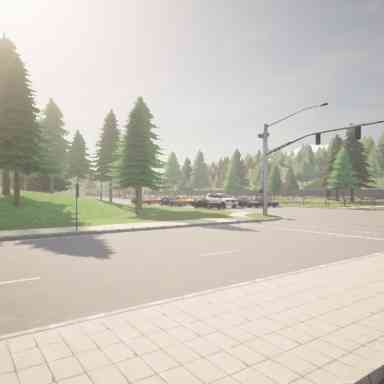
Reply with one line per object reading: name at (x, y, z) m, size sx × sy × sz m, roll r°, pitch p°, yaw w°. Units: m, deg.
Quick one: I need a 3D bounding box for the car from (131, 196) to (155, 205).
car at (-9.290, 1.547, 60.302) m, size 2.033 × 1.411 × 5.357 m, roll 0°, pitch 0°, yaw -36°

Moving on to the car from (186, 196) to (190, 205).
car at (-1.492, 1.478, 55.262) m, size 1.882 × 1.535 × 5.008 m, roll 0°, pitch 0°, yaw -35°

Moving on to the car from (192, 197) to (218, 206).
car at (2.167, 1.601, 56.149) m, size 1.895 × 1.301 × 4.718 m, roll 0°, pitch 0°, yaw -35°

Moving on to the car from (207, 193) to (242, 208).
car at (4.118, 1.221, 47.285) m, size 2.150 × 2.045 × 5.566 m, roll 0°, pitch 0°, yaw -34°

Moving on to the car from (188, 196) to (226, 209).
car at (1.931, 1.601, 44.296) m, size 1.895 × 1.301 × 4.718 m, roll 0°, pitch 0°, yaw -35°

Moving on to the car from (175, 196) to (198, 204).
car at (-1.143, 1.547, 67.047) m, size 2.033 × 1.411 × 5.357 m, roll 0°, pitch 0°, yaw -34°

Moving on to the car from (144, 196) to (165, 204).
car at (-7.156, 1.478, 63.376) m, size 1.882 × 1.535 × 5.008 m, roll 0°, pitch 0°, yaw -35°

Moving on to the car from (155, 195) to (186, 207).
car at (-3.424, 1.505, 51.919) m, size 1.837 × 1.490 × 4.892 m, roll 0°, pitch 0°, yaw -35°

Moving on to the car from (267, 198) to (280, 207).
car at (10.604, 1.547, 50.230) m, size 2.033 × 1.411 × 5.357 m, roll 0°, pitch 0°, yaw -35°

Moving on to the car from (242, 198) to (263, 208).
car at (7.677, 1.547, 48.301) m, size 2.033 × 1.411 × 5.357 m, roll 0°, pitch 0°, yaw -35°

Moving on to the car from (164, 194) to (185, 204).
car at (-3.404, 1.352, 64.131) m, size 2.097 × 1.767 × 4.553 m, roll 0°, pitch 0°, yaw -35°
